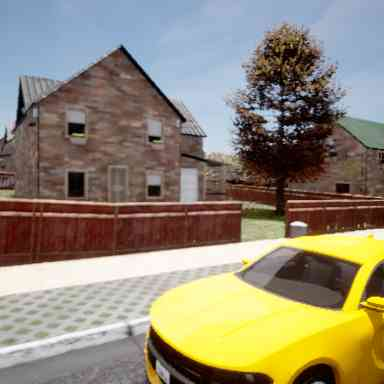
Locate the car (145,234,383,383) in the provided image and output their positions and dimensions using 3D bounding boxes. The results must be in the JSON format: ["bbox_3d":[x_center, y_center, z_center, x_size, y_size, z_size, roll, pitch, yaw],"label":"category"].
[{"bbox_3d":[1.841,1.364,4.341,5.008,1.535,1.882,0,2,-33],"label":"car"}]
